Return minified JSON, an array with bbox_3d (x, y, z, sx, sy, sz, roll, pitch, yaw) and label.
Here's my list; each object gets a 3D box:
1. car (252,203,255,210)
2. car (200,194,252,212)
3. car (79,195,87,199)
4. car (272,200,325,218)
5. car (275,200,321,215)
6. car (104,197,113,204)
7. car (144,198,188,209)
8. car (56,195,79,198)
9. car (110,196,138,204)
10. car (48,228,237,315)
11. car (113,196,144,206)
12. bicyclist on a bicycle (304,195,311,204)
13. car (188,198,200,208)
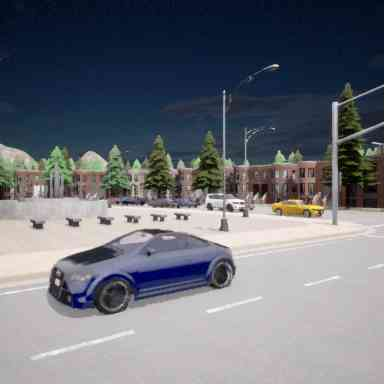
[{"bbox_3d":[5.689,1.526,41.745,1.812,1.442,4.674,0,0,-41],"label":"car"},{"bbox_3d":[3.831,1.221,38.651,2.150,2.045,5.566,0,0,-39],"label":"car"},{"bbox_3d":[-22.551,1.352,63.996,4.553,1.767,2.097,0,0,7],"label":"car"},{"bbox_3d":[9.758,1.478,30.785,1.882,1.535,5.008,0,0,-37],"label":"car"},{"bbox_3d":[11.075,1.564,34.859,1.994,1.385,4.181,0,0,-37],"label":"car"},{"bbox_3d":[-14.075,1.564,58.835,4.181,1.385,1.994,0,0,18],"label":"car"},{"bbox_3d":[-3.665,1.547,45.873,5.357,1.411,2.033,0,0,36],"label":"car"},{"bbox_3d":[-23.812,1.505,60.701,4.892,1.490,1.837,0,0,5],"label":"car"},{"bbox_3d":[-12.730,1.505,62.067,4.892,1.490,1.837,0,0,18],"label":"car"},{"bbox_3d":[-0.981,1.564,7.603,4.181,1.385,1.994,0,0,-36],"label":"car"},{"bbox_3d":[-9.820,1.601,53.491,4.718,1.301,1.895,0,0,24],"label":"car"},{"bbox_3d":[16.182,1.303,46.625,1.656,1.620,0.582,0,0,-37],"label":"bicyclist on a bicycle"},{"bbox_3d":[-1.248,1.547,48.412,5.357,1.411,2.033,0,0,37],"label":"car"}]
